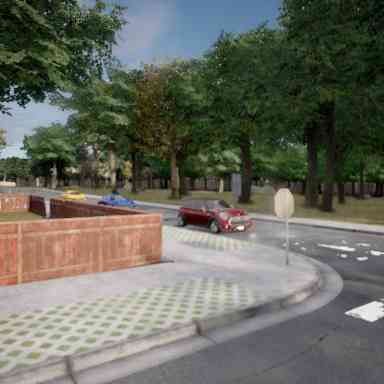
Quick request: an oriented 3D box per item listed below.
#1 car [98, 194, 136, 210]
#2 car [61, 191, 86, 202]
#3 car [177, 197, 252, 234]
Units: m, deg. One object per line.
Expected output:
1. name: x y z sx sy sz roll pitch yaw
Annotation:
1. car: -6.660 0.979 29.125 1.882 1.535 5.008 -2 2 -35
2. car: -14.335 0.610 39.996 1.882 1.535 5.008 -2 3 -35
3. car: 1.118 1.132 18.143 2.097 1.767 4.553 -2 2 -35
